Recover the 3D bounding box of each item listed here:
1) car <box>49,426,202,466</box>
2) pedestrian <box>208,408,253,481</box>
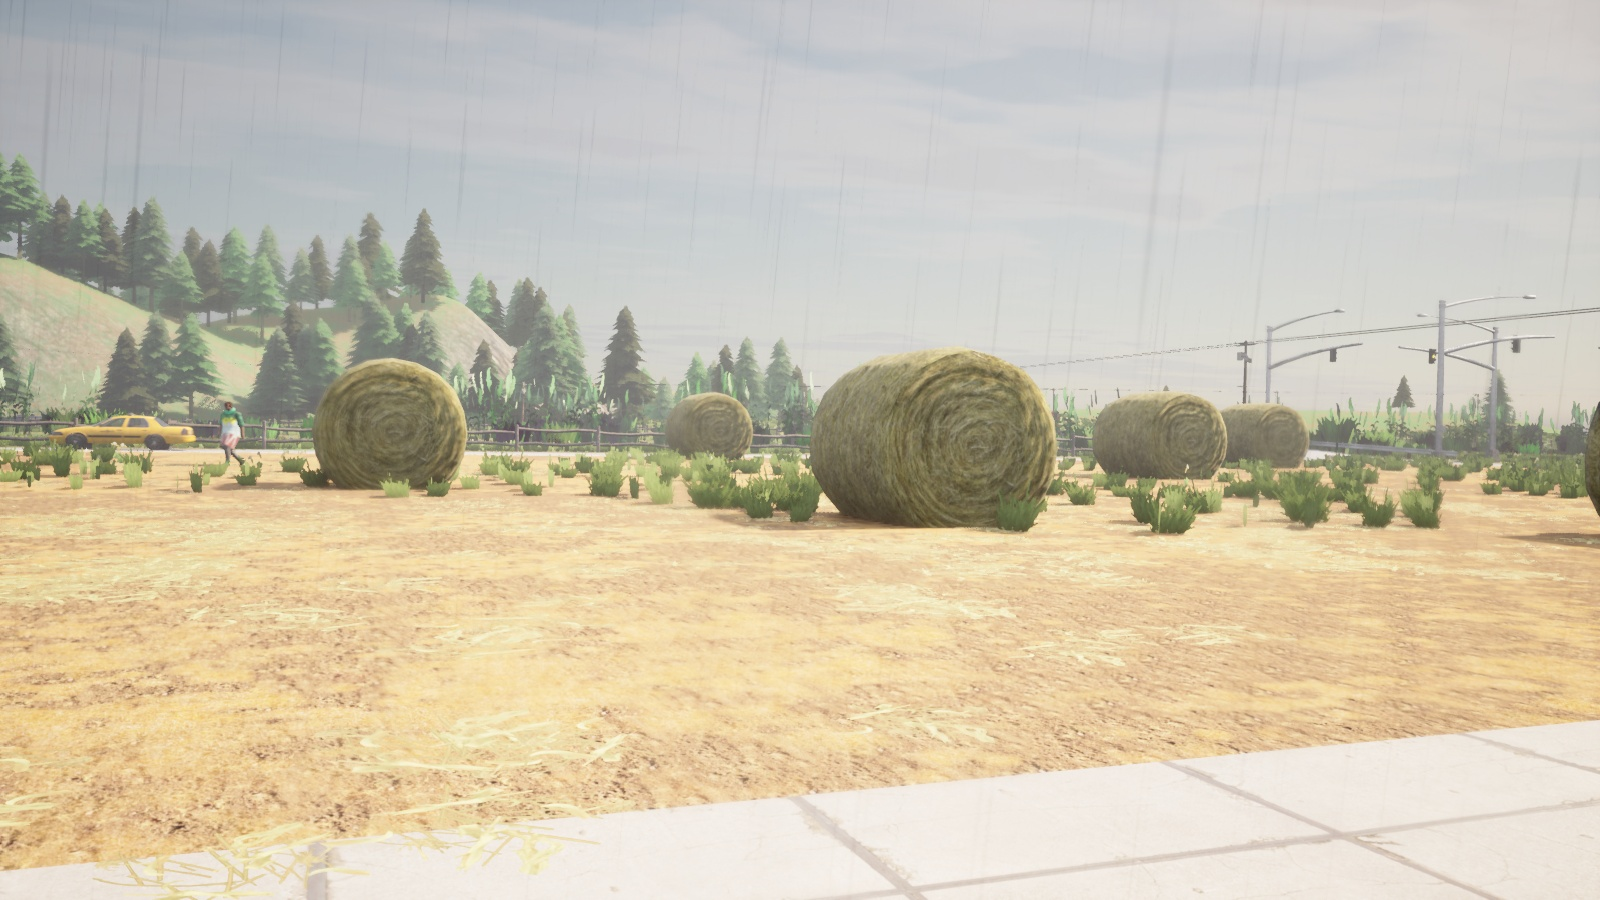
[{"bbox_3d":[-28.200,-0.192,52.671,5.366,1.575,1.801,-1,1,-17],"label":"car"},{"bbox_3d":[-15.511,-0.159,34.199,0.659,1.952,0.873,0,1,24],"label":"pedestrian"}]
